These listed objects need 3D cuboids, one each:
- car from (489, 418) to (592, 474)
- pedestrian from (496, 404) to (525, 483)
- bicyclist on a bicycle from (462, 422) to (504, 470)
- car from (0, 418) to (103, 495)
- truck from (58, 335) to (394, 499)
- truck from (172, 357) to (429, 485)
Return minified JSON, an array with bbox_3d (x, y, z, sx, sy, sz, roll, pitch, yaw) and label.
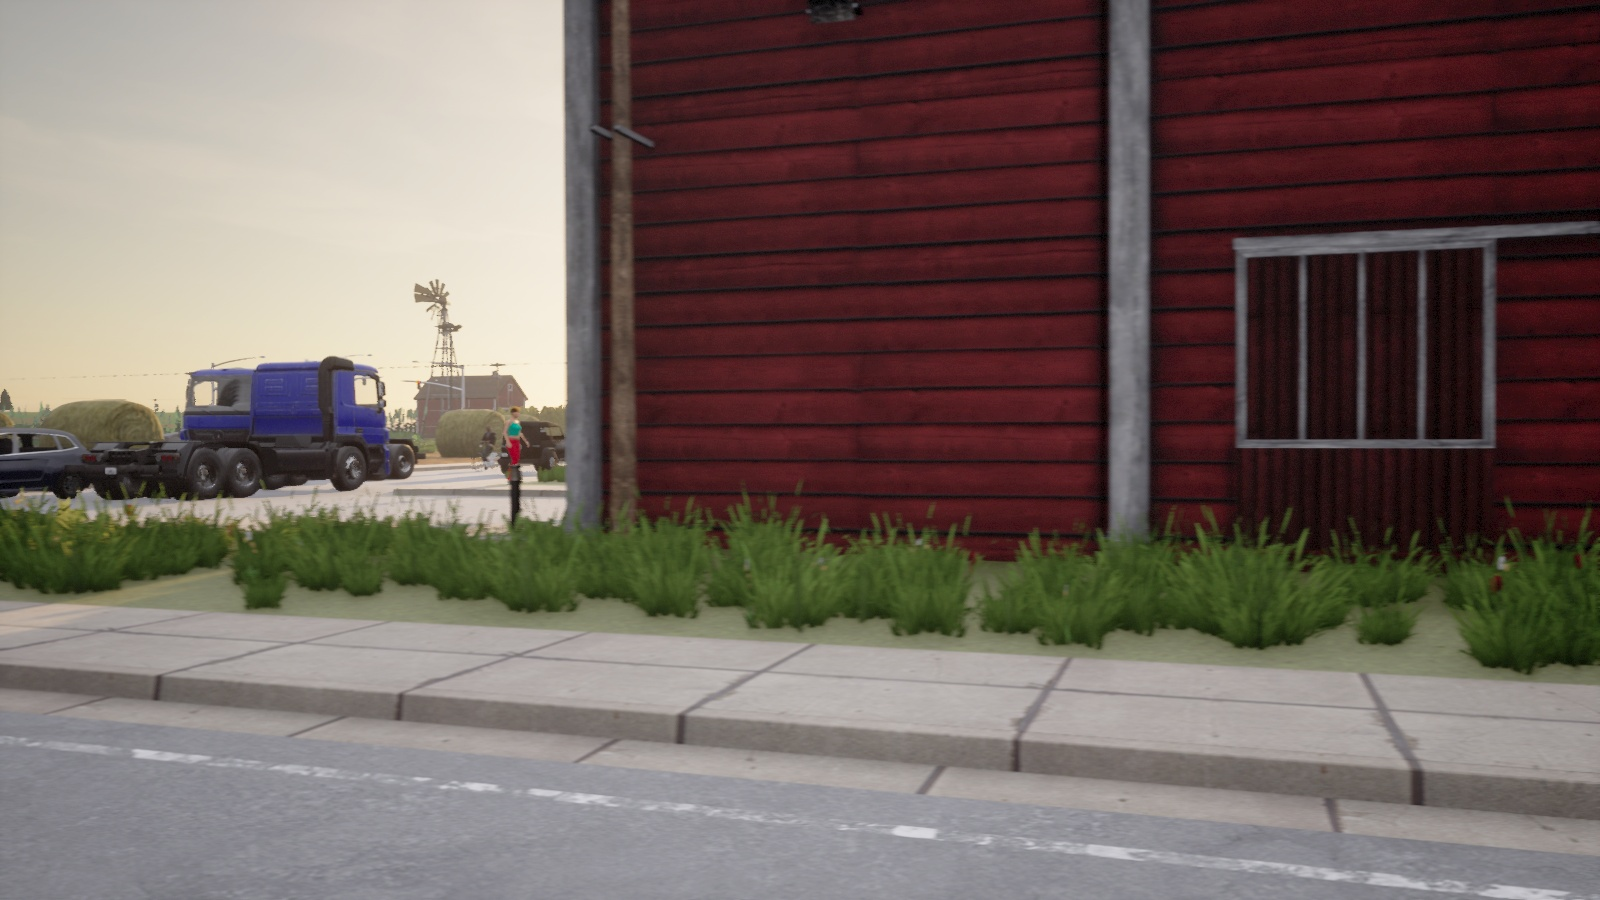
[{"bbox_3d":[-9.184,-0.176,44.776,1.905,1.878,3.866,0,2,18],"label":"car"},{"bbox_3d":[-6.736,-0.156,29.221,0.594,1.836,0.345,1,1,26],"label":"pedestrian"},{"bbox_3d":[-11.980,-0.139,47.544,0.659,1.776,1.843,0,0,17],"label":"bicyclist on a bicycle"},{"bbox_3d":[-18.231,0.127,27.788,2.242,1.667,4.611,0,1,18],"label":"car"},{"bbox_3d":[-13.615,-0.735,30.755,2.891,3.462,7.936,0,1,18],"label":"truck"},{"bbox_3d":[-14.896,-0.851,38.299,2.891,3.462,7.936,1,1,18],"label":"truck"}]
